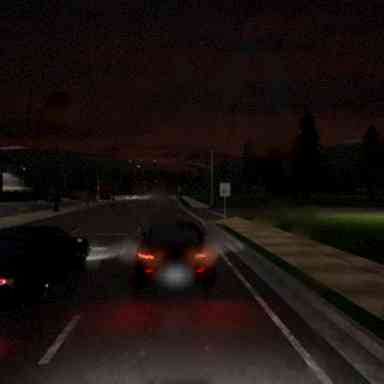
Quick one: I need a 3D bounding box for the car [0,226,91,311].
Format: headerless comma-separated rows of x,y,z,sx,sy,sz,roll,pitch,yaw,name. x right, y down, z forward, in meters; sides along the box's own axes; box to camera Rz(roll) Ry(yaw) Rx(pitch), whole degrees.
-3.916,1.522,7.899,2.033,1.411,5.357,0,0,-3,car

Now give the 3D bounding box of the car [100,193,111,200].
-21.262,1.105,81.314,2.097,1.767,4.553,0,0,-4,car

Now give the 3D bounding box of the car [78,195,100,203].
-20.311,1.312,65.848,2.128,1.511,4.902,0,0,-3,car

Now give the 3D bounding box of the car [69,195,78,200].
-28.241,1.345,80.768,1.895,1.301,4.718,0,0,-4,car

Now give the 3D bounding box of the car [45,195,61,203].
-27.284,1.322,65.255,2.128,1.511,4.902,0,0,-4,car

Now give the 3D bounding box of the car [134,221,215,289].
-0.475,1.498,9.001,1.812,1.442,4.674,0,0,-4,car
